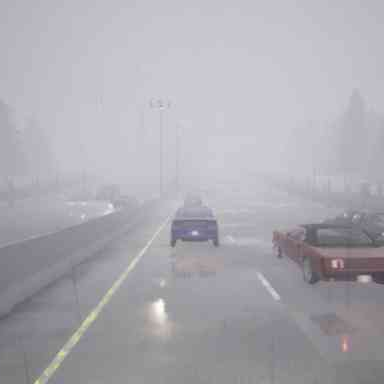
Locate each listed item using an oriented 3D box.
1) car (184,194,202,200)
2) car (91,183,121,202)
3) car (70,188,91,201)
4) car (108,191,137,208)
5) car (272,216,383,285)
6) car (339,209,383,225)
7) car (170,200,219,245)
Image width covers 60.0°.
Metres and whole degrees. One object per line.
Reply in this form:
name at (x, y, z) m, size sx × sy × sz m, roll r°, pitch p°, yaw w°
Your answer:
car at (0.108, 0.850, 36.027) m, size 1.994 × 1.385 × 4.181 m, roll 0°, pitch 3°, yaw 0°
car at (-10.566, 0.038, 42.400) m, size 2.150 × 2.045 × 5.566 m, roll 0°, pitch 5°, yaw 0°
car at (-14.063, 0.317, 42.695) m, size 1.812 × 1.442 × 4.674 m, roll 0°, pitch 5°, yaw 0°
car at (-7.077, 0.932, 35.223) m, size 1.895 × 1.301 × 4.718 m, roll 0°, pitch 3°, yaw 0°
car at (3.602, 1.500, 9.159) m, size 1.895 × 1.301 × 4.718 m, roll 0°, pitch 1°, yaw 0°
car at (7.103, 1.399, 13.516) m, size 2.033 × 1.411 × 5.357 m, roll 0°, pitch 1°, yaw 0°
car at (0.103, 1.318, 14.558) m, size 1.882 × 1.535 × 5.008 m, roll 0°, pitch 1°, yaw 0°
